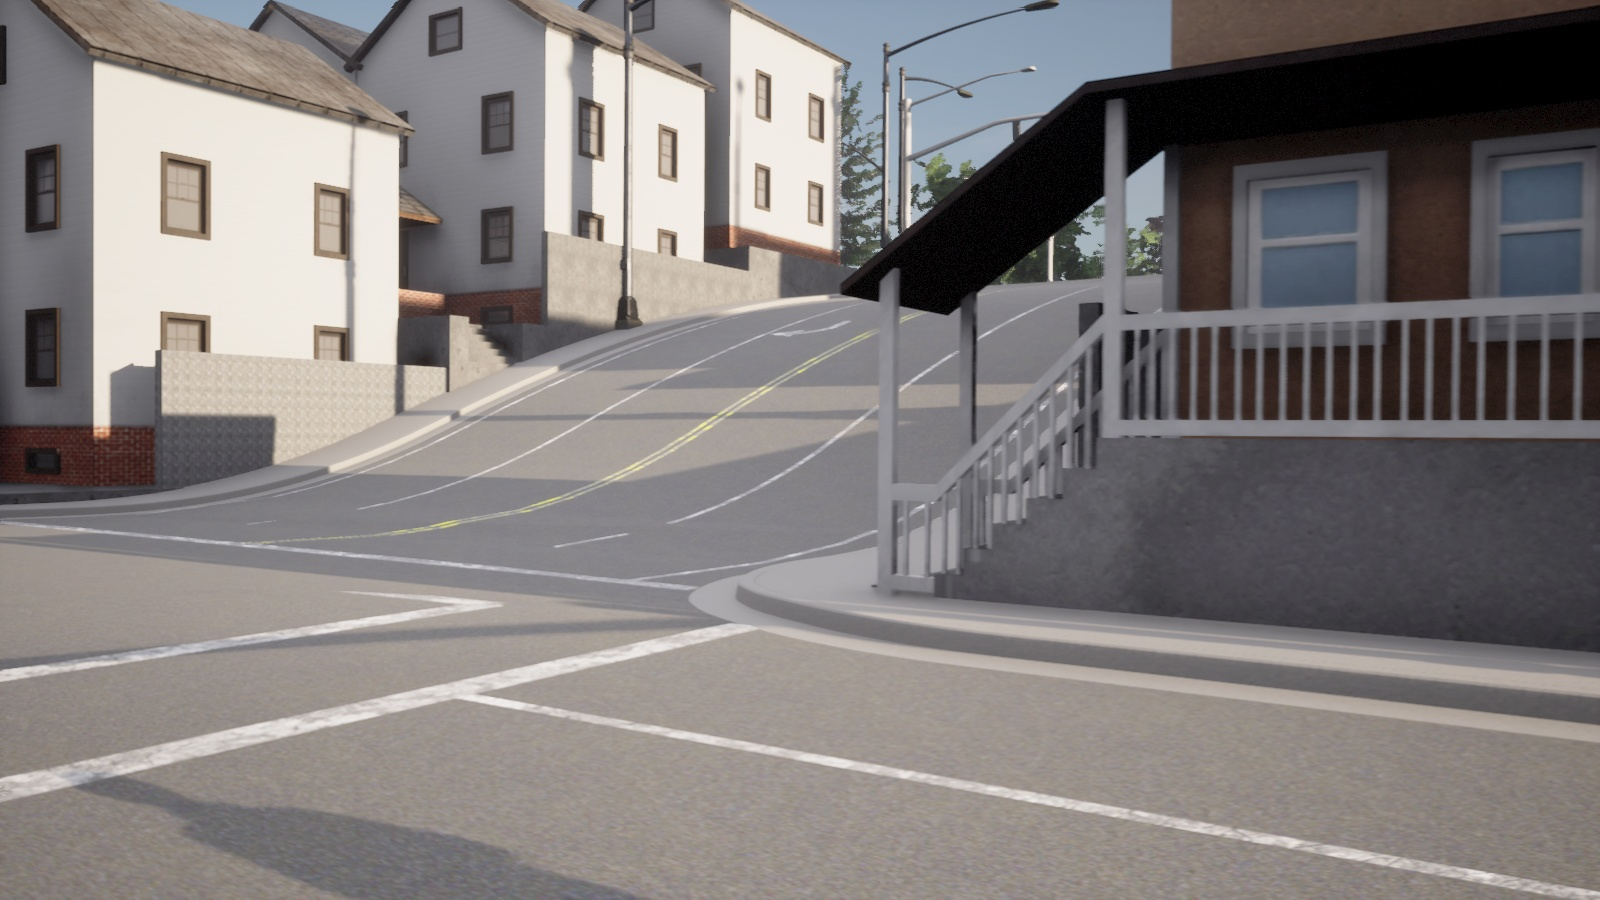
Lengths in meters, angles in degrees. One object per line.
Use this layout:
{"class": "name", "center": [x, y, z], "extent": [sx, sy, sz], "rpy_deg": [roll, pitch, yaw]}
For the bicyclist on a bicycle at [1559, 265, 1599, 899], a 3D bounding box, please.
{"class": "bicyclist on a bicycle", "center": [2.341, 0.551, 2.065], "extent": [1.843, 1.776, 0.659], "rpy_deg": [0, 1, 34]}
